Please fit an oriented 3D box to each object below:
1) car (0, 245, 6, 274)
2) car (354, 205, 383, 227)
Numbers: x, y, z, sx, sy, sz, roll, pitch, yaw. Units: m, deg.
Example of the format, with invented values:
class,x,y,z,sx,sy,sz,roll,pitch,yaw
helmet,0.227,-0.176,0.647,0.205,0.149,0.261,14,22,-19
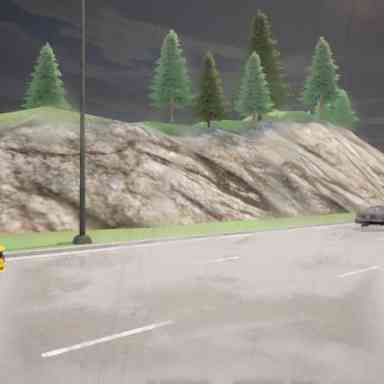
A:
class,x,y,z,sx,sy,sz,roll,pitch,yaw
car,-6.977,1.478,7.369,5.008,1.535,1.882,0,0,-36
car,12.551,1.546,21.342,5.357,1.411,2.033,0,0,-36
